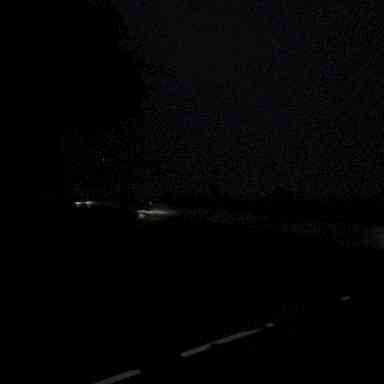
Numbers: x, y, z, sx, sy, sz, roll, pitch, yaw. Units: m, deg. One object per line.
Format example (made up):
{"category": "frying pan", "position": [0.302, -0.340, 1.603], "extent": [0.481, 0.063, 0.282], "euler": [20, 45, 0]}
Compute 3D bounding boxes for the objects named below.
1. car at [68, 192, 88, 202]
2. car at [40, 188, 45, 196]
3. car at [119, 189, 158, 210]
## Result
{"category": "car", "position": [-17.440, 0.681, 50.859], "extent": [1.882, 1.535, 5.008], "euler": [-1, 1, -36]}
{"category": "car", "position": [-39.387, -0.076, 85.591], "extent": [2.150, 2.045, 5.566], "euler": [-1, 1, -36]}
{"category": "car", "position": [-5.670, 0.686, 34.556], "extent": [2.150, 2.045, 5.566], "euler": [-1, 2, -36]}
